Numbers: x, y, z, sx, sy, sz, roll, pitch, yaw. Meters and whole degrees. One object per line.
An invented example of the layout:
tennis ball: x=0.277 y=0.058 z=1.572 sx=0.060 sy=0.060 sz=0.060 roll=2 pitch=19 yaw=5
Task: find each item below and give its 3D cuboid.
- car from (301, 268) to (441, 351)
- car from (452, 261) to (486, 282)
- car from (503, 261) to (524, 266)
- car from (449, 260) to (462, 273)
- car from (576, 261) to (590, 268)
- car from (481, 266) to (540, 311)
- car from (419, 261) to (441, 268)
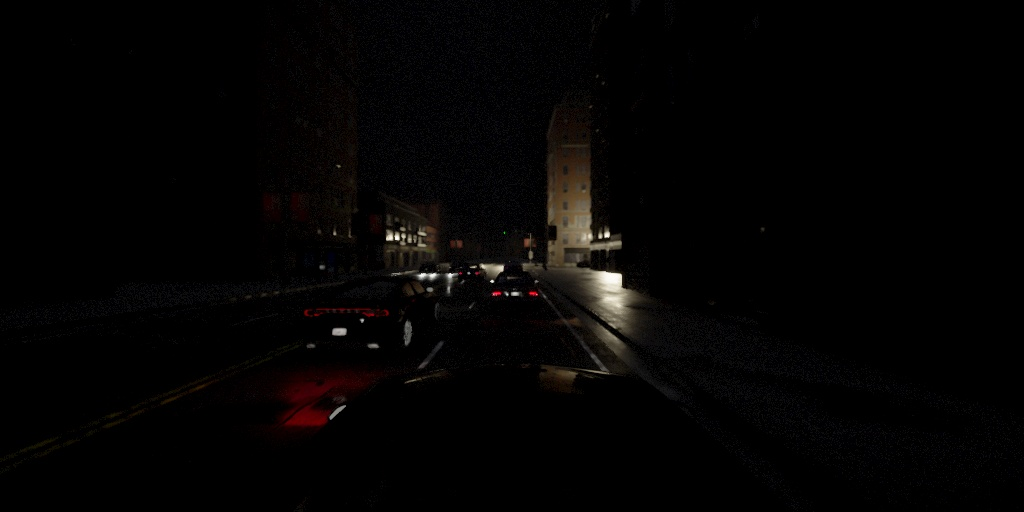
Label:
car: x=-3.150 y=1.232 z=9.024 sx=1.882 sy=1.535 sz=5.008 roll=0 pitch=0 yaw=0
car: x=-3.147 y=1.316 z=28.688 sx=2.033 sy=1.411 sz=5.357 roll=0 pitch=0 yaw=0
car: x=0.101 y=1.252 z=34.935 sx=1.882 sy=1.535 sz=5.008 roll=0 pitch=0 yaw=0
car: x=-6.548 y=1.291 z=44.172 sx=1.837 sy=1.490 sz=4.892 roll=0 pitch=-1 yaw=0
car: x=12.401 y=1.383 z=57.015 sx=4.313 sy=1.339 sz=1.948 roll=0 pitch=0 yaw=0
car: x=0.102 y=1.305 z=14.385 sx=2.033 sy=1.411 sz=5.357 roll=0 pitch=0 yaw=0
car: x=-9.809 y=1.348 z=43.166 sx=1.994 sy=1.385 sz=4.181 roll=0 pitch=0 yaw=0
